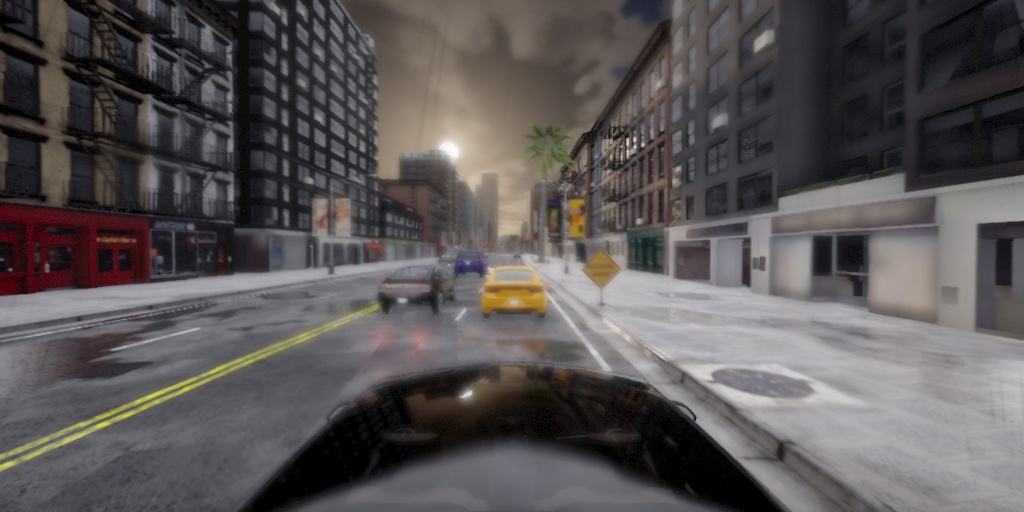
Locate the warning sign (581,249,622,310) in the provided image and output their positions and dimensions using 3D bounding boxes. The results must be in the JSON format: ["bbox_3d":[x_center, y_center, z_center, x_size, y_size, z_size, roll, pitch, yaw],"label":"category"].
[{"bbox_3d":[2.869,0.714,11.494,1.300,1.860,1.060,0,0,0],"label":"warning sign"}]

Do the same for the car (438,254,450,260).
[{"bbox_3d":[-9.717,0.488,53.158,1.812,1.442,4.674,0,1,0],"label":"car"}]

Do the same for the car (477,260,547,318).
[{"bbox_3d":[0.075,1.065,12.235,1.882,1.535,5.008,0,1,0],"label":"car"}]

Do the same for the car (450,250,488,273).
[{"bbox_3d":[-3.134,0.564,28.291,2.150,2.045,5.566,0,1,1],"label":"car"}]

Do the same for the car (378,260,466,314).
[{"bbox_3d":[-3.169,1.066,12.867,2.128,1.511,4.902,0,1,1],"label":"car"}]

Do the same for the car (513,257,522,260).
[{"bbox_3d":[0.112,0.948,27.871,1.895,1.301,4.718,0,1,1],"label":"car"}]
